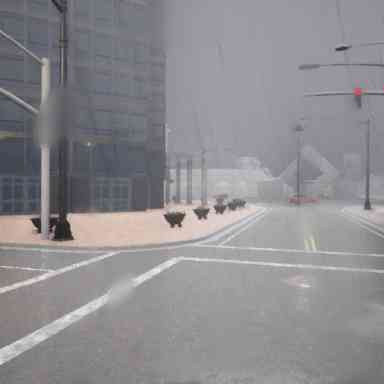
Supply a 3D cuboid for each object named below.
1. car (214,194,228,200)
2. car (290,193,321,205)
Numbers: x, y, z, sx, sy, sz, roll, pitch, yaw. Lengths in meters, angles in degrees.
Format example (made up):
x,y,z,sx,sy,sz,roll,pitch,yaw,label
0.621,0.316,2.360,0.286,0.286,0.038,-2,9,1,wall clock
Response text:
x,y,z,sx,sy,sz,roll,pitch,yaw,label
7.629,1.201,83.261,1.837,1.490,4.892,0,0,20,car
19.174,1.210,56.836,4.553,1.767,2.097,0,0,23,car
